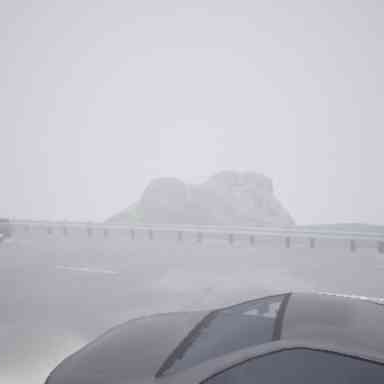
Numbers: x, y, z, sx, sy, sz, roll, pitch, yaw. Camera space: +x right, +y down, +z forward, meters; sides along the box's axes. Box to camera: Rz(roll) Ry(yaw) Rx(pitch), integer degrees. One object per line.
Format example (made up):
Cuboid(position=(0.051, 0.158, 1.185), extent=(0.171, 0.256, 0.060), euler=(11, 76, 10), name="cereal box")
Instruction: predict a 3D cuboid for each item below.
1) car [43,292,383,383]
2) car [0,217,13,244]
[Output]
Cuboid(position=(0.816, 1.562, 2.525), extent=(4.181, 1.385, 1.994), euler=(0, 0, 21), name="car")
Cuboid(position=(-9.720, 1.458, 13.579), extent=(4.902, 1.511, 2.128), euler=(0, 0, 17), name="car")
